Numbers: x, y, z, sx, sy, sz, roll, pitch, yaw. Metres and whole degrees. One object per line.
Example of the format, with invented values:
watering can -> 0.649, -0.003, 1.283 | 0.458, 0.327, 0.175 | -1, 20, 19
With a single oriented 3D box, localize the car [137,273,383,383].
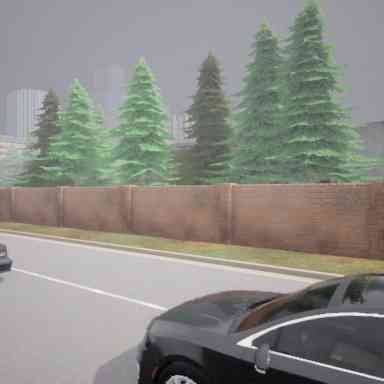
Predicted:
car -> 1.670, 1.506, 2.803 | 4.892, 1.490, 1.837 | 0, 0, 35

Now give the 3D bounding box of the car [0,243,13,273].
car -> -6.984, 1.547, 8.958 | 5.357, 1.411, 2.033 | 0, 0, 34
